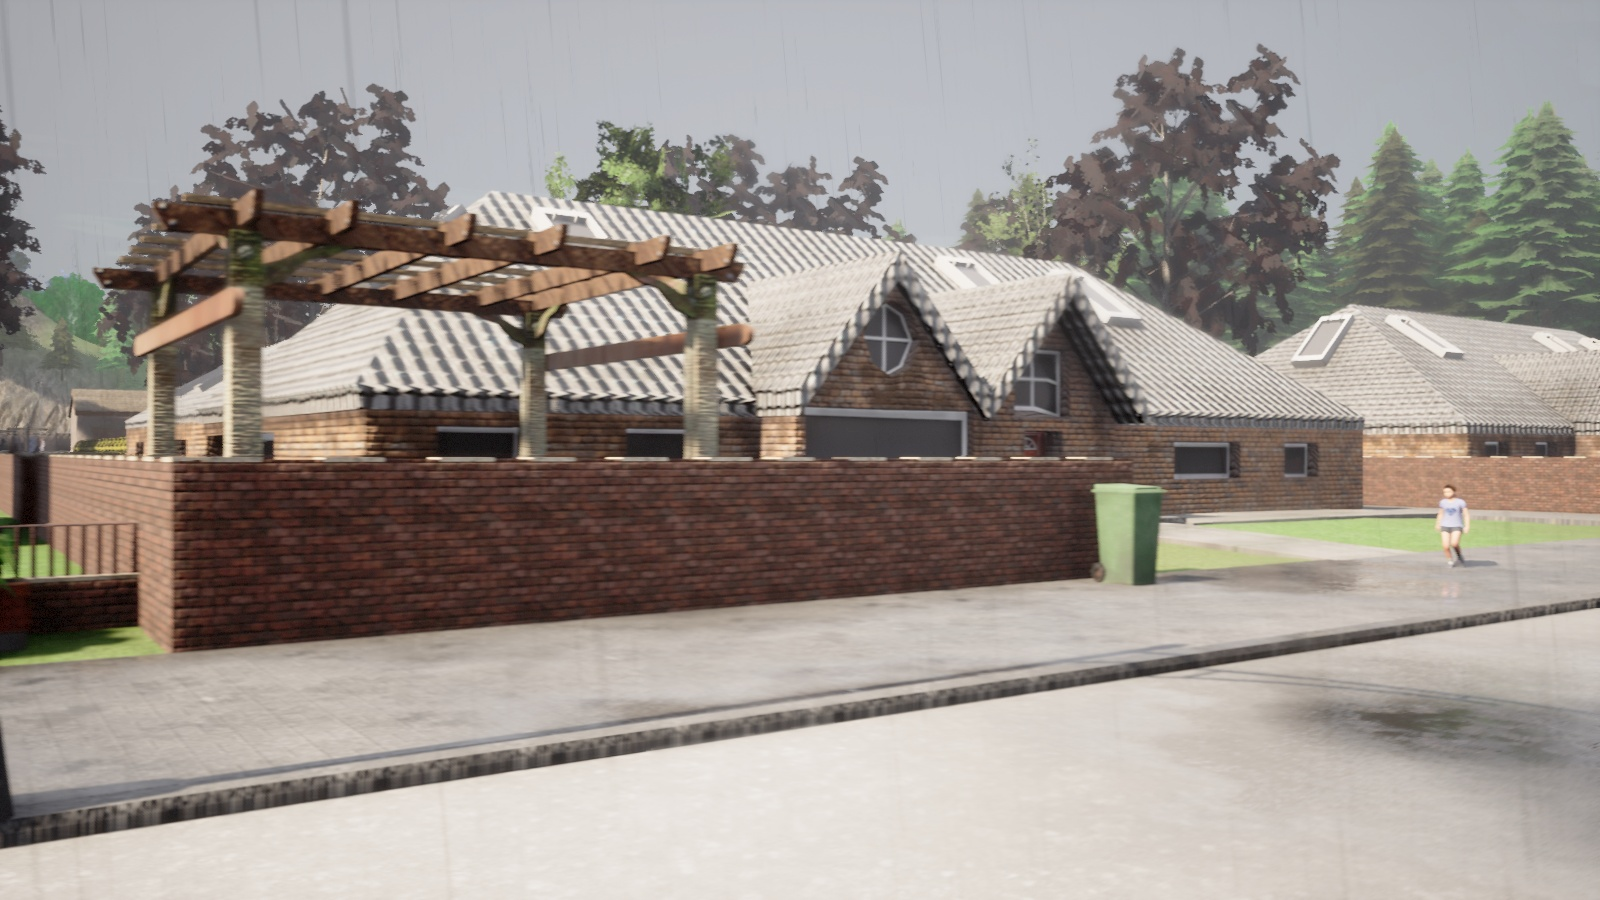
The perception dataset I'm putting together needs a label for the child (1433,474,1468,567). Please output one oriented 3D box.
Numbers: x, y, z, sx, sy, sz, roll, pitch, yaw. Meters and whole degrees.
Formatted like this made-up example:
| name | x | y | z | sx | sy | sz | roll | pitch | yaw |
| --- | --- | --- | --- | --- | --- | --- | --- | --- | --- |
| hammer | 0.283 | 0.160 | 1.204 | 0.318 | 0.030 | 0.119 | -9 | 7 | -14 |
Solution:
| name | x | y | z | sx | sy | sz | roll | pitch | yaw |
| --- | --- | --- | --- | --- | --- | --- | --- | --- | --- |
| child | 7.964 | 0.856 | 15.368 | 0.394 | 1.110 | 0.255 | 0 | 0 | -41 |
